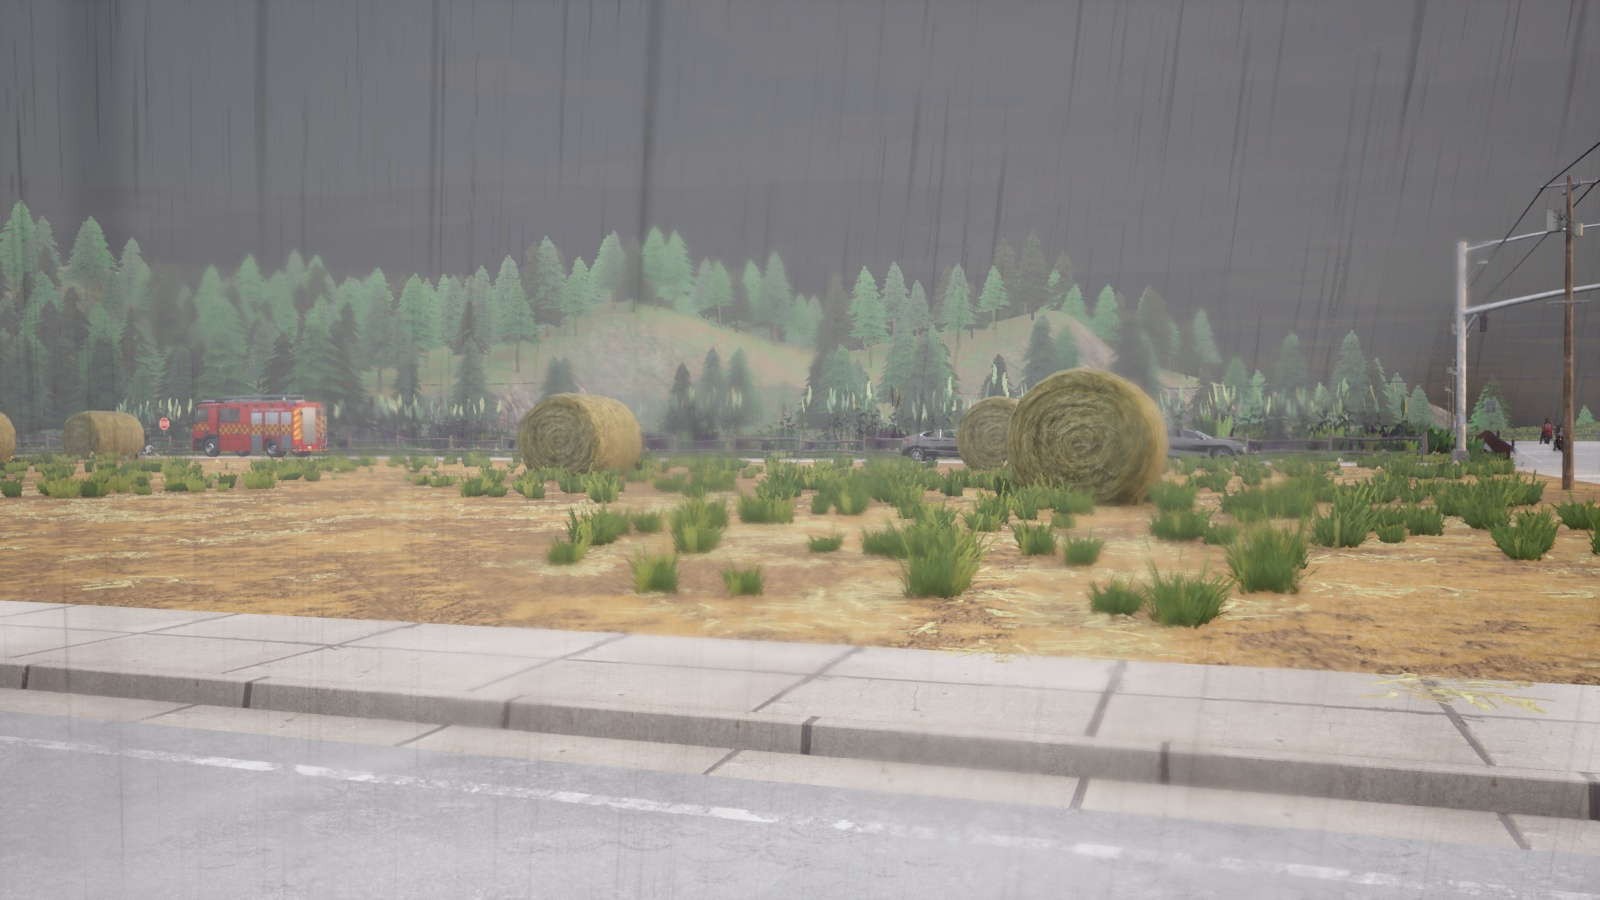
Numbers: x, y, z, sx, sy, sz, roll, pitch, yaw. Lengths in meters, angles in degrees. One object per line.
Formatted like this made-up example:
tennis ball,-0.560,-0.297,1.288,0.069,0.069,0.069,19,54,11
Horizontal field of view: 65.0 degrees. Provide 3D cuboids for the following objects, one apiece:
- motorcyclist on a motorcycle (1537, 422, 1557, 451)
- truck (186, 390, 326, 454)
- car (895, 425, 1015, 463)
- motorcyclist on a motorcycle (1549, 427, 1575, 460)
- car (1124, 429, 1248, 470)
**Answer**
motorcyclist on a motorcycle,41.738,-0.765,70.151,0.797,1.523,2.044,1,2,26
truck,-33.822,-1.723,78.048,8.468,3.827,2.891,1,1,22
car,7.087,-0.295,57.402,5.027,1.651,2.152,1,1,22
motorcyclist on a motorcycle,38.603,-0.357,63.653,0.866,1.530,2.191,1,4,25
car,16.468,-0.047,53.532,4.856,1.649,2.033,1,1,22
